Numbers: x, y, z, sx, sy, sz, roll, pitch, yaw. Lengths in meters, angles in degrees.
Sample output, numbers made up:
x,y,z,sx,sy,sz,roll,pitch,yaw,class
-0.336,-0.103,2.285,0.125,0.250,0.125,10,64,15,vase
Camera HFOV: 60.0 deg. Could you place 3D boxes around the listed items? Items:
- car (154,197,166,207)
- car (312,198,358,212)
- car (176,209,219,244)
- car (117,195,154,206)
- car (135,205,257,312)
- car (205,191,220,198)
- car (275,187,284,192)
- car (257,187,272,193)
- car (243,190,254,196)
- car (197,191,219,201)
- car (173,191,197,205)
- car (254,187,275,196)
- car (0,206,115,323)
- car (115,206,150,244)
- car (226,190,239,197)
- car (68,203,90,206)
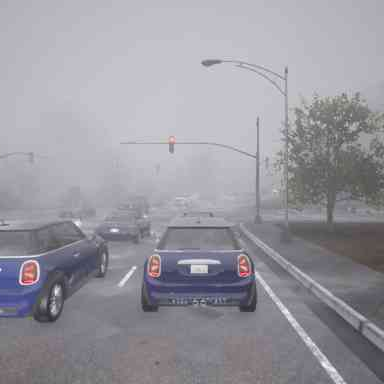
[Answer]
x,y,z,sx,sy,sz,roll,pitch,yaw,class
-5.667,1.583,52.807,2.128,1.511,4.902,0,0,14,car
16.433,1.531,38.418,4.892,1.490,1.837,-1,0,4,car
0.325,1.632,16.927,1.895,1.301,4.718,0,0,2,car
-5.783,1.295,33.375,2.150,2.045,5.566,0,0,6,car
0.139,1.361,7.896,2.097,1.767,4.553,0,0,0,car
4.980,0.609,80.017,1.994,1.385,4.181,0,3,28,car
23.399,-0.601,89.366,1.882,1.535,5.008,0,3,38,car
19.799,-0.524,90.386,2.128,1.511,4.902,0,3,38,car
14.130,0.204,81.901,1.812,1.442,4.674,0,3,33,car
3.635,0.821,69.243,2.150,2.045,5.566,0,3,23,car
-1.427,1.270,55.179,2.150,2.045,5.566,0,1,17,car
17.659,0.140,80.965,2.128,1.511,4.902,0,3,33,car
-3.365,1.361,7.392,2.097,1.767,4.553,0,0,0,car
-3.200,1.593,16.004,1.994,1.385,4.181,0,0,2,car
9.947,0.348,81.753,1.812,1.442,4.674,0,3,30,car
-9.732,1.625,28.390,1.994,1.385,4.181,0,0,5,car
